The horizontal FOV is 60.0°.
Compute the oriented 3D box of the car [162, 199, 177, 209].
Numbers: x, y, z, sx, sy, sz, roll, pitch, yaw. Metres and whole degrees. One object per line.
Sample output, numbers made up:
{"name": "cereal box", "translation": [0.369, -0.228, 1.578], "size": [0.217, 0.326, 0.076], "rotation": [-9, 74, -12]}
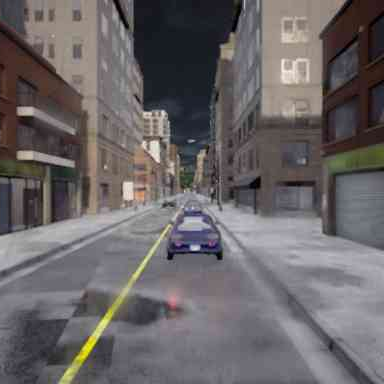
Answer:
{"name": "car", "translation": [-3.028, 1.574, 45.336], "size": [1.895, 1.301, 4.718], "rotation": [0, 0, 0]}

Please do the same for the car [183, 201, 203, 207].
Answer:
{"name": "car", "translation": [0.088, 1.530, 31.978], "size": [2.033, 1.411, 5.357], "rotation": [0, 0, 0]}

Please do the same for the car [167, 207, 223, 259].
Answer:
{"name": "car", "translation": [0.093, 1.518, 12.397], "size": [1.812, 1.442, 4.674], "rotation": [0, 0, 0]}
